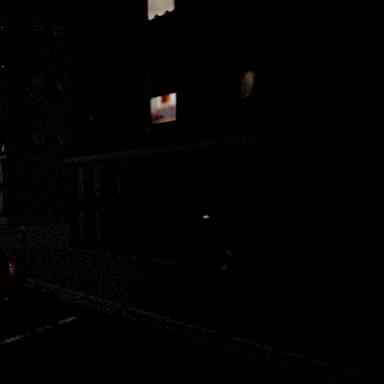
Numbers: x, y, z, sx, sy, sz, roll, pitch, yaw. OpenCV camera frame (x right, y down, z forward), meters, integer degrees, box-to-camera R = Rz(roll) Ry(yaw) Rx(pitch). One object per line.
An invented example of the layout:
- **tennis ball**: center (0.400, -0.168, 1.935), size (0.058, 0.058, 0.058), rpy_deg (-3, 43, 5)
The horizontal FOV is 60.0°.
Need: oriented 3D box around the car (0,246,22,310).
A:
- **car**: center (-5.217, 1.441, 6.616), size (4.097, 1.590, 1.967), rpy_deg (0, -1, 36)
